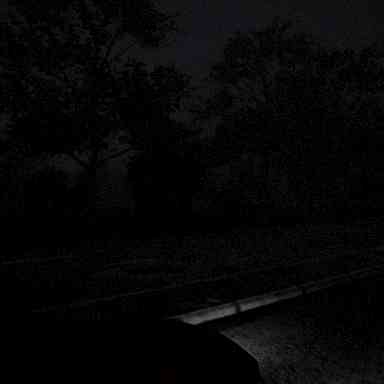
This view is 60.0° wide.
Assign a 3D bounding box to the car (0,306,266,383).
[{"bbox_3d":[-1.498,1.525,2.065,4.674,1.442,1.812,1,0,-35],"label":"car"}]
